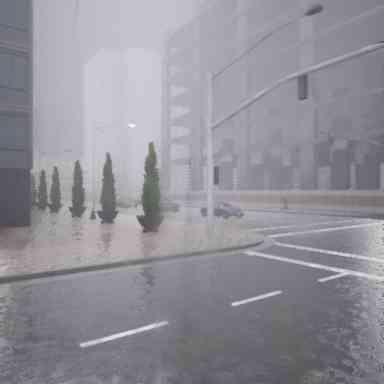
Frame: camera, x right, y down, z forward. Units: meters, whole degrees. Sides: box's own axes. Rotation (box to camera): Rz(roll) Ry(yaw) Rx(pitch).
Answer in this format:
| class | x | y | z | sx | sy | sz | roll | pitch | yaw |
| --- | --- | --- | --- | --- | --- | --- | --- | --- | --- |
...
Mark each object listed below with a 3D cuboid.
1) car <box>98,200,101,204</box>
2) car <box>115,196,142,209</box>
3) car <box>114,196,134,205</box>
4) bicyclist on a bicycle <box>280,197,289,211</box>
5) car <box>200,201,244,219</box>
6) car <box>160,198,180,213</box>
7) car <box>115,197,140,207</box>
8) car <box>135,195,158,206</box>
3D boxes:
| class | x | y | z | sx | sy | sz | roll | pitch | yaw |
| --- | --- | --- | --- | --- | --- | --- | --- | --- | --- |
| car | -15.926 | 1.635 | 61.912 | 1.994 | 1.385 | 4.181 | 0 | 0 | -36 |
| car | -9.304 | 1.558 | 46.509 | 2.128 | 1.511 | 4.902 | 0 | 0 | -36 |
| car | -13.080 | 1.576 | 63.950 | 1.837 | 1.490 | 4.892 | 0 | 0 | -36 |
| bicyclist on a bicycle | 10.838 | 1.363 | 38.930 | 1.656 | 1.620 | 0.582 | 0 | 0 | -36 |
| car | 2.602 | 1.587 | 29.884 | 1.812 | 1.442 | 4.674 | 0 | 0 | -36 |
| car | -3.315 | 1.416 | 38.123 | 2.097 | 1.767 | 4.553 | 0 | 0 | -36 |
| car | -10.690 | 1.560 | 54.692 | 2.128 | 1.511 | 4.902 | 0 | 0 | -35 |
| car | -7.845 | 1.421 | 56.732 | 2.097 | 1.767 | 4.553 | 0 | 0 | -35 |
